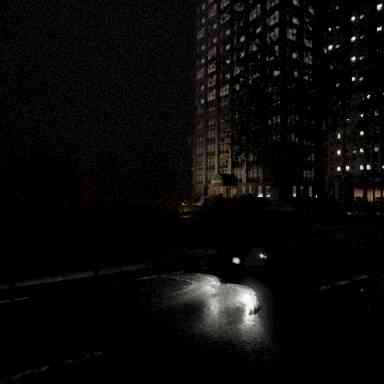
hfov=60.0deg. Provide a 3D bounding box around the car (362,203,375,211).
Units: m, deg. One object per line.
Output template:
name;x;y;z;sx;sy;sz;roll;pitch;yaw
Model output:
car;17.629;1.495;37.412;2.033;1.411;5.357;1;0;-34

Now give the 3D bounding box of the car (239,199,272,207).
car;8.103;1.375;45.792;2.128;1.511;4.902;1;0;-34

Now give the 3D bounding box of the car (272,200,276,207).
car;10.105;1.420;48.633;2.128;1.511;4.902;1;0;-34

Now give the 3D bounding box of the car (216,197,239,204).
car;6.856;1.601;65.327;1.895;1.301;4.718;1;0;-34

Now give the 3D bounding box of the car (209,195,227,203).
car;4.194;1.305;63.468;2.097;1.767;4.553;1;0;-34

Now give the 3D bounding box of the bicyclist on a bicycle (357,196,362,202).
bicyclist on a bicycle;23.889;1.397;47.577;1.656;1.620;0.582;1;0;-34

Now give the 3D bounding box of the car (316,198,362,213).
car;15.019;1.406;35.472;1.837;1.490;4.892;1;0;-34

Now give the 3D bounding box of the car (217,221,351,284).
car;2.751;1.565;9.649;4.181;1.385;1.994;0;0;-36
